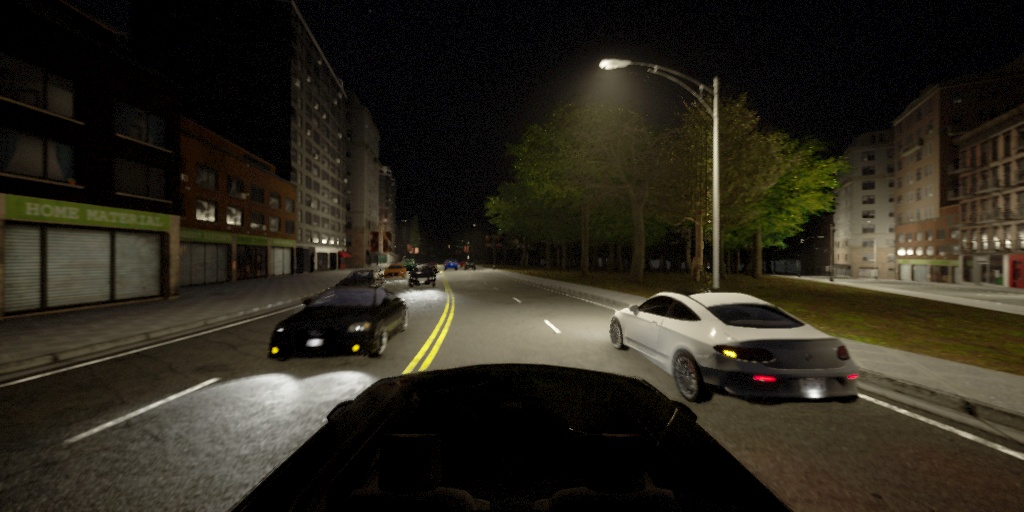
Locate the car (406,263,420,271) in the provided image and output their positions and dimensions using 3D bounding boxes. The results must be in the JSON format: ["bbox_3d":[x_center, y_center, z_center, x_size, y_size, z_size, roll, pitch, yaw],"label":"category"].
[{"bbox_3d":[-17.245,1.887,62.598,1.994,1.385,4.181,0,0,-12],"label":"car"}]

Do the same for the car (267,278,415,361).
[{"bbox_3d":[-3.767,1.416,8.533,1.994,1.385,4.181,0,-1,-5],"label":"car"}]

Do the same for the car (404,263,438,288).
[{"bbox_3d":[-6.568,1.516,26.712,2.128,1.511,4.902,0,0,-12],"label":"car"}]

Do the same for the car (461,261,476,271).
[{"bbox_3d":[-7.532,1.830,63.797,1.837,1.490,4.892,0,0,-12],"label":"car"}]

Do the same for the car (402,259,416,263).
[{"bbox_3d":[-15.028,1.451,51.861,2.150,2.045,5.566,0,-1,-11],"label":"car"}]

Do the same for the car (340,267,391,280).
[{"bbox_3d":[-8.747,1.525,21.102,2.033,1.411,5.357,0,0,-11],"label":"car"}]

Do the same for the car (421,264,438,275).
[{"bbox_3d":[-10.767,1.756,47.191,1.994,1.385,4.181,0,-1,-11],"label":"car"}]

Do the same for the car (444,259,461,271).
[{"bbox_3d":[-10.720,1.542,63.167,2.150,2.045,5.566,0,0,-12],"label":"car"}]

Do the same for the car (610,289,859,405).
[{"bbox_3d":[3.218,1.299,6.262,1.812,1.442,4.674,0,-1,-3],"label":"car"}]

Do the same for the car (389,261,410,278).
[{"bbox_3d":[-12.126,1.591,37.662,1.882,1.535,5.008,0,-1,-11],"label":"car"}]
